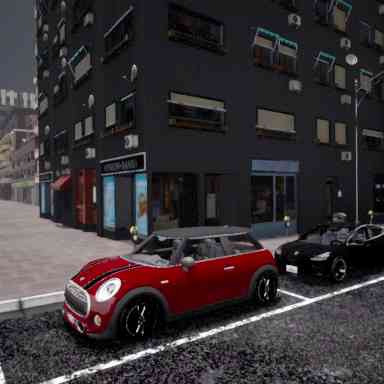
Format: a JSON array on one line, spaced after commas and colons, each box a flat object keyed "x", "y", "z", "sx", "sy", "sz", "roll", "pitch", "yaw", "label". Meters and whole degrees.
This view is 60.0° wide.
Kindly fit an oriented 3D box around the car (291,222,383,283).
[{"x": 4.278, "y": 1.564, "z": 9.632, "sx": 4.313, "sy": 1.339, "sz": 1.947, "roll": 0, "pitch": -1, "yaw": -36, "label": "car"}]

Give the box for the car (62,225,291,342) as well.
[{"x": -0.280, "y": 1.439, "z": 6.377, "sx": 4.097, "sy": 1.590, "sz": 1.967, "roll": 0, "pitch": -1, "yaw": -36, "label": "car"}]
